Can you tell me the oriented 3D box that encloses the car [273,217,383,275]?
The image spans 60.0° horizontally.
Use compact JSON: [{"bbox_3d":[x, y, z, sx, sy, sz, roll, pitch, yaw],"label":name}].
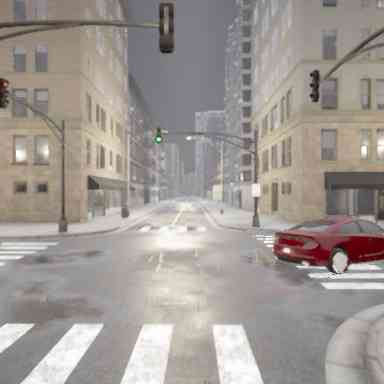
[{"bbox_3d":[4.936,1.532,10.689,5.008,1.535,1.882,0,-2,-27],"label":"car"}]
